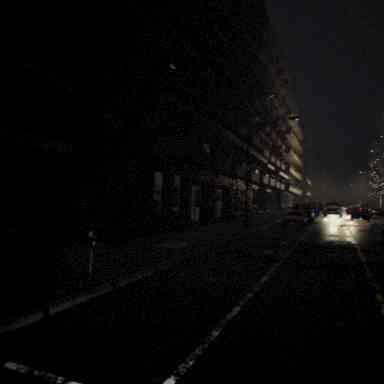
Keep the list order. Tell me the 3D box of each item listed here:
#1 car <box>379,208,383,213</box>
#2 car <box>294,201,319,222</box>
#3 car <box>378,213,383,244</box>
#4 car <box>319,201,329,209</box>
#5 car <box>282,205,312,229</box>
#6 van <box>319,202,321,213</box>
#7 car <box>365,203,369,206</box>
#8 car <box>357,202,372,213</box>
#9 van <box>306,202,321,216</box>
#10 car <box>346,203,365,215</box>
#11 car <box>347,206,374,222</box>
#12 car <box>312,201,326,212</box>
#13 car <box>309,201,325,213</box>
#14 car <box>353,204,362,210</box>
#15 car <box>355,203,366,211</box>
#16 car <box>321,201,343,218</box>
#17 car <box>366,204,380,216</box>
[{"bbox_3d":[17.769,2.331,28.637,2.008,1.369,4.403,3,0,24],"label":"car"},{"bbox_3d":[10.581,1.959,31.838,2.192,1.841,5.009,3,0,24],"label":"car"},{"bbox_3d":[10.188,1.957,15.600,1.812,1.442,4.674,1,-1,24],"label":"car"},{"bbox_3d":[34.814,3.367,87.619,2.192,1.841,5.009,3,0,24],"label":"car"},{"bbox_3d":[8.299,2.048,26.610,1.752,1.417,4.829,3,0,24],"label":"car"},{"bbox_3d":[14.986,2.225,41.978,1.690,1.788,3.998,3,0,24],"label":"van"},{"bbox_3d":[26.583,2.814,48.922,1.887,1.381,4.507,3,0,24],"label":"car"},{"bbox_3d":[33.173,2.968,64.152,2.192,1.841,5.009,2,0,24],"label":"car"},{"bbox_3d":[17.189,2.349,47.051,1.690,1.788,3.998,3,0,24],"label":"van"},{"bbox_3d":[23.262,2.734,47.761,1.994,1.385,4.181,1,-1,24],"label":"car"},{"bbox_3d":[18.395,2.497,36.491,1.895,1.301,4.718,1,-1,24],"label":"car"},{"bbox_3d":[23.800,2.703,62.264,2.192,1.841,5.009,3,0,24],"label":"car"},{"bbox_3d":[21.597,2.575,57.193,2.192,1.841,5.009,3,0,24],"label":"car"},{"bbox_3d":[41.974,3.769,84.438,1.802,1.307,4.206,2,0,24],"label":"car"},{"bbox_3d":[37.574,3.357,74.295,1.967,1.590,4.097,2,0,24],"label":"car"},{"bbox_3d":[18.420,2.212,43.499,2.150,2.045,5.566,1,-1,24],"label":"car"},{"bbox_3d":[24.380,2.689,43.851,1.887,1.381,4.507,3,0,24],"label":"car"}]
